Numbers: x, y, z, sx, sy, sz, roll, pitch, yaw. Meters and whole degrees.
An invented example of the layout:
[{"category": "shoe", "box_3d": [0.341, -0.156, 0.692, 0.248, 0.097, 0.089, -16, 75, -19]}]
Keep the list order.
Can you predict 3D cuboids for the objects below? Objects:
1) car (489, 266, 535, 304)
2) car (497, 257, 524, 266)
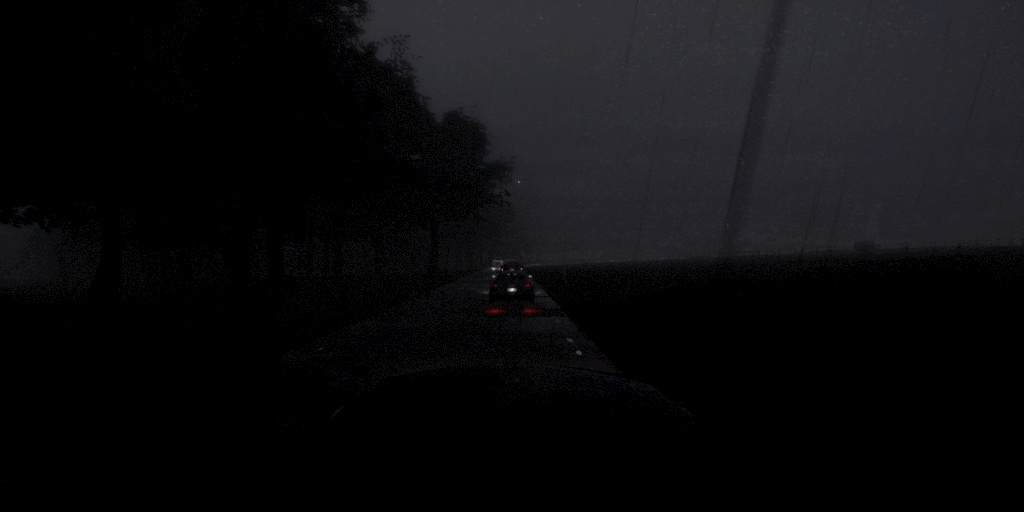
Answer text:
[{"category": "car", "box_3d": [0.000, 1.344, 16.505, 1.994, 1.385, 4.181, 0, 0, 0]}, {"category": "car", "box_3d": [0.001, 1.189, 31.477, 2.097, 1.767, 4.553, 0, 0, 0]}]
